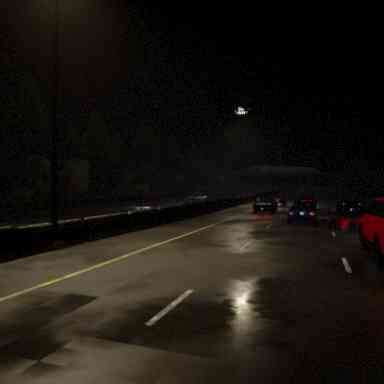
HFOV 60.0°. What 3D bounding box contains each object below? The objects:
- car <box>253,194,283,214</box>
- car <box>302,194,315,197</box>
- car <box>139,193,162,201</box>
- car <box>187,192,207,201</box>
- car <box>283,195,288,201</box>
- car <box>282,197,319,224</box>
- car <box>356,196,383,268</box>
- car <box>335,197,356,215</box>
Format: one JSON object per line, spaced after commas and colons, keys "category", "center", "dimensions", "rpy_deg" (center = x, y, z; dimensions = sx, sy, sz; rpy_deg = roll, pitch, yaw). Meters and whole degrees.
{"category": "car", "center": [6.913, 1.193, 30.920], "dimensions": [2.128, 1.511, 4.902], "rpy_deg": [0, 1, 20]}
{"category": "car", "center": [13.208, 1.046, 37.817], "dimensions": [1.837, 1.490, 4.892], "rpy_deg": [0, 2, 20]}
{"category": "car", "center": [-5.840, 0.818, 47.138], "dimensions": [1.812, 1.442, 4.674], "rpy_deg": [0, 1, 20]}
{"category": "car", "center": [0.723, 0.793, 44.701], "dimensions": [1.812, 1.442, 4.674], "rpy_deg": [0, 1, 20]}
{"category": "car", "center": [10.613, 1.020, 40.880], "dimensions": [1.837, 1.490, 4.892], "rpy_deg": [0, 1, 20]}
{"category": "car", "center": [7.632, 1.342, 22.798], "dimensions": [2.033, 1.411, 5.357], "rpy_deg": [0, 1, 20]}
{"category": "car", "center": [6.859, 1.130, 10.664], "dimensions": [2.150, 2.045, 5.566], "rpy_deg": [0, 0, 20]}
{"category": "car", "center": [13.638, 1.161, 28.919], "dimensions": [2.128, 1.511, 4.902], "rpy_deg": [0, 1, 20]}
